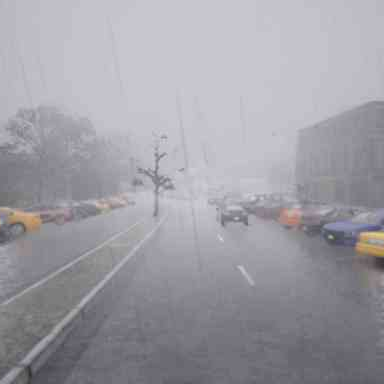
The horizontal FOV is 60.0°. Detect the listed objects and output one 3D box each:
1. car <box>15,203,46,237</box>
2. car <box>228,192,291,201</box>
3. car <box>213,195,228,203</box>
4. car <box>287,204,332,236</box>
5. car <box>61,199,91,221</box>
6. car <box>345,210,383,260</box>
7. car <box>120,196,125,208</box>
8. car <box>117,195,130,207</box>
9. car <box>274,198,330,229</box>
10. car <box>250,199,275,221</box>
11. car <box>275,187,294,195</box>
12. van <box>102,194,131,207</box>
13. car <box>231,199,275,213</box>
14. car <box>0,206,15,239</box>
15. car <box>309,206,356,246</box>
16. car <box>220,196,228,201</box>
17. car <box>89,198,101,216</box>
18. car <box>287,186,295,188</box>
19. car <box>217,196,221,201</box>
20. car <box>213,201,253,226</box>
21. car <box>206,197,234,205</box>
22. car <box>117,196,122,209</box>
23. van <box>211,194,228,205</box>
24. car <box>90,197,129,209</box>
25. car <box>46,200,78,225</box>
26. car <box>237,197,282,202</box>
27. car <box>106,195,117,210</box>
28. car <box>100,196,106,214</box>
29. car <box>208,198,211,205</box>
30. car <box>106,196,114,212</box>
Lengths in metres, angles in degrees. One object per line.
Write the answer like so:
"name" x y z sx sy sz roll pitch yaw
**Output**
"car" -10.557 1.545 17.336 5.008 1.535 2.097 -1 0 -21
"car" 7.092 1.296 34.897 5.566 2.045 2.435 1 0 -23
"car" 6.164 1.576 49.987 4.892 1.521 2.231 1 0 -25
"car" 7.657 1.517 16.793 4.892 1.521 2.231 1 0 -21
"car" -10.772 1.596 26.239 4.792 1.488 2.163 -1 0 -22
"car" 7.901 1.505 10.832 5.366 1.575 1.946 1 0 -20
"car" -11.739 1.650 43.964 4.674 1.452 2.002 -1 0 -24
"car" -11.795 1.612 46.998 5.366 1.575 1.946 -1 0 -24
"car" 7.596 1.396 19.812 4.553 1.767 2.185 1 0 -21
"car" 7.465 1.532 25.858 5.008 1.535 2.097 1 0 -22
"car" 19.881 0.343 74.192 2.002 1.452 4.674 -7 4 -31
"van" -12.619 1.412 55.821 4.442 1.987 1.878 -1 0 -25
"car" 6.954 1.593 37.933 4.674 1.452 2.002 1 0 -23
"car" -10.492 1.412 14.381 4.553 1.767 2.185 -1 0 -21
"car" 7.715 1.511 13.775 5.008 1.535 2.097 1 0 -21
"car" 6.595 1.604 43.959 4.674 1.452 2.002 1 0 -24
"car" -10.906 1.573 29.181 5.008 1.535 2.097 -1 0 -22
"car" 22.827 -0.236 74.713 2.435 2.045 5.566 -7 4 -30
"car" 6.378 1.609 46.976 4.674 1.452 2.002 1 0 -24
"car" 2.836 1.576 23.864 1.812 1.442 4.674 0 -1 -1
"car" 5.253 1.633 61.993 4.792 1.488 2.163 1 0 -26
"car" -11.536 1.643 41.010 4.674 1.452 2.002 -1 0 -23
"van" 5.810 1.354 52.946 4.442 1.987 1.878 1 0 -25
"car" -12.365 1.624 49.792 5.366 1.575 1.946 -1 0 -24
"car" -10.735 1.589 23.244 4.792 1.488 2.163 -1 0 -22
"car" 7.257 1.543 31.892 5.008 1.535 2.097 1 0 -23
"car" -11.330 1.469 38.065 4.553 1.767 2.185 -1 0 -23
"car" -11.076 1.456 32.132 4.553 1.767 2.185 -1 0 -22
"car" 5.679 1.461 56.019 4.553 1.767 2.185 1 0 -25
"car" -11.362 1.587 35.023 5.366 1.575 1.946 -1 0 -23
